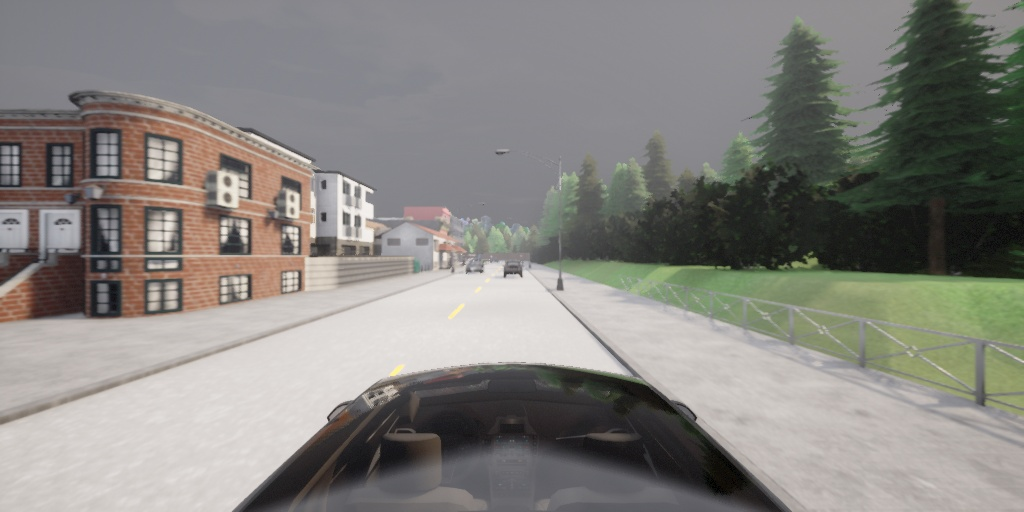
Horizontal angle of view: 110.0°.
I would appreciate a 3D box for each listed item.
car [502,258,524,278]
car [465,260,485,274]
[{"bbox_3d":[0.102,1.252,34.471,1.837,1.490,4.892,0,0,0],"label":"car"},{"bbox_3d":[-4.082,1.236,40.308,2.128,1.511,4.902,0,0,0],"label":"car"}]
